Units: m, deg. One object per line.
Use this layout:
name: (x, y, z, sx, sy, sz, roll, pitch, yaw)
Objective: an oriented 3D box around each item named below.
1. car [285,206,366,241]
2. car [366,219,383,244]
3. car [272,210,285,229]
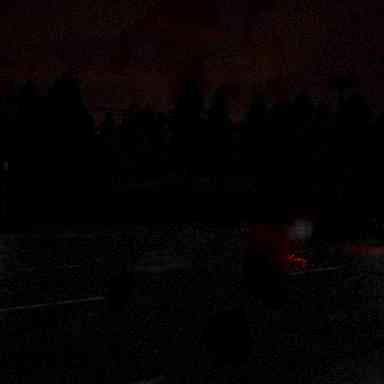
car: (7.544, 1.667, 17.519, 4.892, 1.490, 1.837, 1, 0, -26)
car: (10.540, 1.653, 15.088, 5.008, 1.535, 1.882, 1, 0, -26)
car: (7.477, 1.660, 21.381, 5.008, 1.535, 1.882, 1, 0, -26)
